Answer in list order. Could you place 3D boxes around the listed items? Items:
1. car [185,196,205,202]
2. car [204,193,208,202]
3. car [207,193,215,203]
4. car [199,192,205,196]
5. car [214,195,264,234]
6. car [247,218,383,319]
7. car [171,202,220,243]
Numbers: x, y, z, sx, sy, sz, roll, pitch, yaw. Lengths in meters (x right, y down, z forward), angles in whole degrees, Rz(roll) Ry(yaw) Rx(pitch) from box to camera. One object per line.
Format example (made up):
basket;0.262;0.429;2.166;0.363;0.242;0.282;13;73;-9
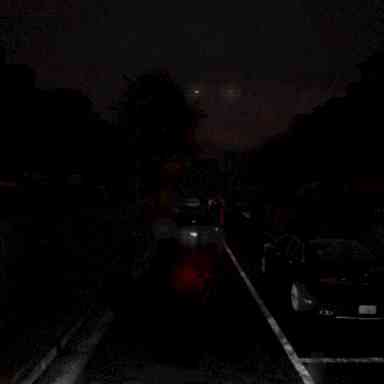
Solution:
car;0.069;1.371;31.877;1.812;1.442;4.674;0;0;0
car;2.956;1.155;40.375;2.097;1.767;4.553;0;0;0
car;2.961;1.191;33.374;2.097;1.767;4.553;0;0;0
car;2.609;1.061;51.505;2.192;1.841;5.009;1;0;0
car;2.635;1.229;18.259;2.192;1.841;5.009;1;0;0
car;2.641;1.519;7.179;2.008;1.369;4.403;1;0;0
car;0.080;1.432;15.671;1.837;1.490;4.892;0;0;0
